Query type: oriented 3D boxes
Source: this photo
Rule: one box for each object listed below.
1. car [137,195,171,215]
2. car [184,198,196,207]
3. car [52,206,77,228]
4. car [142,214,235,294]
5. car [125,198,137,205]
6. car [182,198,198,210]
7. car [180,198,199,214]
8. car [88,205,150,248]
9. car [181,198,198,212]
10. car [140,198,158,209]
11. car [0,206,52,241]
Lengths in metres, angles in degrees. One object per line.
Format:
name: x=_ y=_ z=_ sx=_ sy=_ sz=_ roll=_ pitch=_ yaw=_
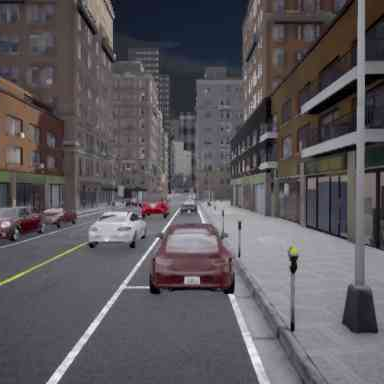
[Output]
car: x=-3.145 y=1.247 z=29.594 sx=2.150 sy=2.045 sz=5.566 roll=0 pitch=0 yaw=0
car: x=-0.276 y=1.553 z=49.696 sx=1.802 sy=1.307 sz=4.206 roll=-1 pitch=0 yaw=0
car: x=-8.822 y=1.574 z=21.767 sx=1.802 sy=1.307 sz=4.206 roll=-1 pitch=0 yaw=0
car: x=0.003 y=1.523 z=8.652 sx=1.812 sy=1.442 sz=4.674 roll=0 pitch=0 yaw=0
car: x=-8.822 y=1.516 z=49.695 sx=1.887 sy=1.381 sz=4.507 roll=-1 pitch=0 yaw=0
car: x=-0.278 y=1.542 z=44.111 sx=1.947 sy=1.339 sz=4.313 roll=-1 pitch=0 yaw=0
car: x=-0.280 y=1.537 z=32.939 sx=2.008 sy=1.369 sz=4.403 roll=-1 pitch=0 yaw=0
car: x=-3.146 y=1.530 z=14.565 sx=1.812 sy=1.442 sz=4.674 roll=0 pitch=0 yaw=0
car: x=-0.279 y=1.507 z=38.694 sx=1.752 sy=1.417 sz=4.829 roll=-1 pitch=0 yaw=0
car: x=-6.146 y=1.574 z=47.566 sx=1.994 sy=1.385 sz=4.181 roll=0 pitch=0 yaw=0
car: x=-8.823 y=1.435 z=16.181 sx=1.967 sy=1.590 sz=4.097 roll=-1 pitch=0 yaw=0
